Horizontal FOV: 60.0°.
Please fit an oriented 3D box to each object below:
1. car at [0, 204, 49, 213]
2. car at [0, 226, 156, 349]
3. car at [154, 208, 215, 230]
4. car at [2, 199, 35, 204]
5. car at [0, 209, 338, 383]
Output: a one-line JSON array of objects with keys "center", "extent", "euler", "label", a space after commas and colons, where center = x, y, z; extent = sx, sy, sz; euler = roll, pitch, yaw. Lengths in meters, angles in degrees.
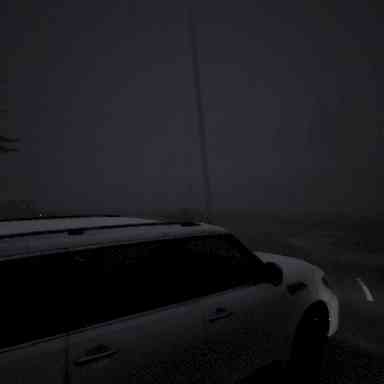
[{"center": [-13.356, 1.973, 27.484], "extent": [4.674, 1.442, 1.812], "euler": [-1, -1, 23], "label": "car"}, {"center": [-3.188, 1.610, 5.967], "extent": [4.892, 1.490, 1.837], "euler": [0, 1, -41], "label": "car"}, {"center": [-0.683, 1.872, 24.066], "extent": [1.895, 1.301, 4.718], "euler": [0, -1, -39], "label": "car"}, {"center": [-20.461, 1.866, 38.571], "extent": [5.566, 2.045, 2.150], "euler": [-1, -1, 27], "label": "car"}, {"center": [-0.537, 1.273, 3.553], "extent": [5.566, 2.045, 2.150], "euler": [0, 0, -43], "label": "car"}]
